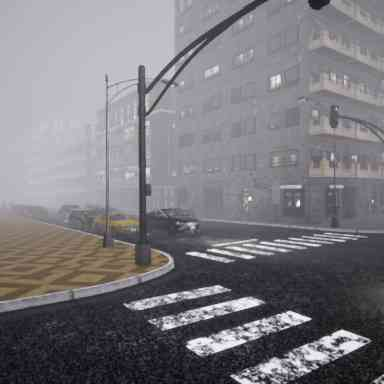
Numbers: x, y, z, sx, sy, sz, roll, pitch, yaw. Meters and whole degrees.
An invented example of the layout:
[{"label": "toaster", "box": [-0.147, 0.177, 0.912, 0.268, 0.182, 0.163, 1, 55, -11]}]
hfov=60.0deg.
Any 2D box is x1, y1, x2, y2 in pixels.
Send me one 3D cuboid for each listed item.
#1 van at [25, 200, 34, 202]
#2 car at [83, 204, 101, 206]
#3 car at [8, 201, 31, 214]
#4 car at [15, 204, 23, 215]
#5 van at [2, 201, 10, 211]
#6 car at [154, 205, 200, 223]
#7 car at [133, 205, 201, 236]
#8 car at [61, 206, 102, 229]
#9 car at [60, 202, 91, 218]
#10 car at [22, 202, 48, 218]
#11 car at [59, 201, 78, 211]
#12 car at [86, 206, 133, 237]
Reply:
[{"label": "van", "box": [-41.631, 2.832, 85.120, 1.690, 1.788, 3.998, -2, 0, -36]}, {"label": "car", "box": [-7.272, 1.994, 28.626, 2.033, 1.411, 5.357, -1, -1, -37]}, {"label": "car", "box": [-24.935, 2.449, 48.266, 1.887, 1.381, 4.507, -2, 0, -36]}, {"label": "car", "box": [-21.585, 2.393, 43.710, 1.802, 1.307, 4.206, -2, 0, -36]}, {"label": "van", "box": [-31.638, 2.433, 57.377, 1.690, 1.788, 3.998, -2, 0, -36]}, {"label": "car", "box": [-1.441, 1.916, 30.453, 2.008, 1.369, 4.403, -2, 0, -36]}, {"label": "car", "box": [-1.413, 1.775, 20.654, 2.128, 1.511, 4.902, -1, -1, -36]}, {"label": "car", "box": [-8.192, 2.002, 25.488, 1.947, 1.339, 4.313, -2, 0, -36]}, {"label": "car", "box": [-13.230, 2.118, 36.754, 1.837, 1.490, 4.892, -1, -1, -36]}, {"label": "car", "box": [-18.237, 2.262, 39.155, 1.887, 1.381, 4.507, -2, 0, -36]}, {"label": "car", "box": [-21.536, 2.367, 57.786, 1.967, 1.590, 4.097, -2, 0, -36]}, {"label": "car", "box": [-4.744, 1.865, 20.796, 1.752, 1.417, 4.829, -2, 0, -36]}]
